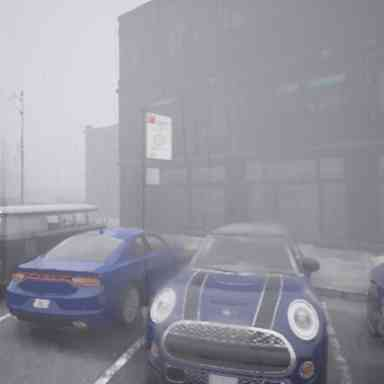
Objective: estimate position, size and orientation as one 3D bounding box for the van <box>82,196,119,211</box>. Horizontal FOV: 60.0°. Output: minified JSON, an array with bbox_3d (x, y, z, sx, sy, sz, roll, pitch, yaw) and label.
[{"bbox_3d":[-12.557,1.570,45.640,4.442,1.987,1.878,0,0,14],"label":"van"}]

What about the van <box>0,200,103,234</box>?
[{"bbox_3d":[-3.959,1.328,9.135,1.878,1.987,4.442,0,-1,15],"label":"van"}]

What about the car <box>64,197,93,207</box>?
[{"bbox_3d":[-21.440,1.815,62.894,4.553,1.767,2.185,-1,0,14],"label":"car"}]

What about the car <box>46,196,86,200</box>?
[{"bbox_3d":[-16.013,1.539,40.761,5.566,2.045,2.435,0,0,14],"label":"car"}]

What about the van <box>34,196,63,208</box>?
[{"bbox_3d":[-24.971,1.714,57.932,4.442,1.987,1.878,-1,0,14],"label":"van"}]

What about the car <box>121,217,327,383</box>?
[{"bbox_3d":[0.918,1.379,5.555,2.185,1.767,4.553,0,-1,15],"label":"car"}]

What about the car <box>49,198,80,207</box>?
[{"bbox_3d":[-23.166,1.940,60.414,4.892,1.521,2.231,-1,-1,14],"label":"car"}]

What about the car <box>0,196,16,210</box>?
[{"bbox_3d":[-29.960,1.680,50.391,5.566,2.045,2.435,-1,0,14],"label":"car"}]

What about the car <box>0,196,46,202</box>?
[{"bbox_3d":[-19.269,1.535,35.860,5.566,2.045,2.435,0,0,14],"label":"car"}]

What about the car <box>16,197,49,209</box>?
[{"bbox_3d":[-26.577,1.811,55.417,4.553,1.767,2.185,-1,-1,14],"label":"car"}]

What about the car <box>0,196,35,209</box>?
[{"bbox_3d":[-28.213,1.682,52.904,5.566,2.045,2.435,-1,-1,14],"label":"car"}]

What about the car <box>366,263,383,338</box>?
[{"bbox_3d":[3.345,1.521,3.776,2.002,1.452,4.674,0,-1,16],"label":"car"}]

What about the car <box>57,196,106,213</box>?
[{"bbox_3d":[-14.355,1.541,43.213,5.566,2.045,2.435,0,0,14],"label":"car"}]

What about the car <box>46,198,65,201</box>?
[{"bbox_3d":[-17.668,1.818,38.299,4.792,1.488,2.163,0,0,14],"label":"car"}]

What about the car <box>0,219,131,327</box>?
[{"bbox_3d":[-1.549,1.528,7.268,2.097,1.535,5.008,0,-1,16],"label":"car"}]
